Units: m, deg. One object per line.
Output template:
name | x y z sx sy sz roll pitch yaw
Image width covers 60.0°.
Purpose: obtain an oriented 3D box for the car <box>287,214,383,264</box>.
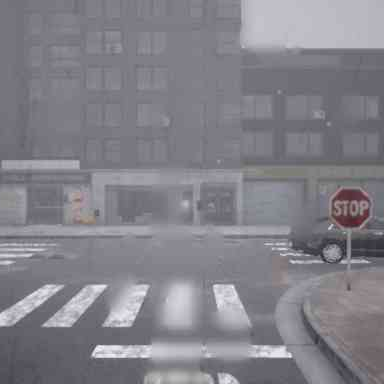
car | 5.705 1.484 11.119 4.892 1.490 1.837 0 0 0
